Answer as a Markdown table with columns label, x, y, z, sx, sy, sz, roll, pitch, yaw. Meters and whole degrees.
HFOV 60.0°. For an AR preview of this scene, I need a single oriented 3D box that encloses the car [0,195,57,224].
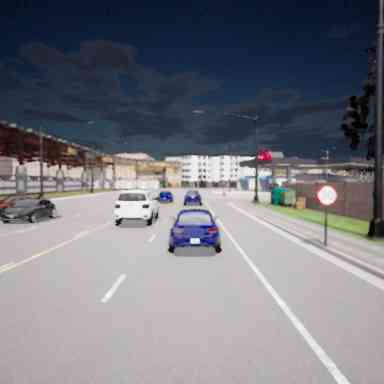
| label | x | y | z | sx | sy | sz | roll | pitch | yaw |
| --- | --- | --- | --- | --- | --- | --- | --- | --- | --- |
| car | -10.553 | 1.171 | 21.893 | 1.837 | 1.490 | 4.892 | 0 | 1 | 1 |

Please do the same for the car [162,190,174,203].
| label | x | y | z | sx | sy | sz | roll | pitch | yaw |
| --- | --- | --- | --- | --- | --- | --- | --- | --- | --- |
| car | -3.391 | 0.543 | 43.511 | 1.882 | 1.535 | 5.008 | 0 | 2 | 0 |

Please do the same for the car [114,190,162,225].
| label | x | y | z | sx | sy | sz | roll | pitch | yaw |
| --- | --- | --- | --- | --- | --- | --- | --- | --- | --- |
| car | -3.403 | 0.903 | 21.224 | 2.150 | 2.045 | 5.566 | 0 | 1 | 0 |

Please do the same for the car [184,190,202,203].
| label | x | y | z | sx | sy | sz | roll | pitch | yaw |
| --- | --- | --- | --- | --- | --- | --- | --- | --- | --- |
| car | 0.095 | 0.531 | 39.533 | 2.097 | 1.767 | 4.553 | 0 | 2 | 0 |

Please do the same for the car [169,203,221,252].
| label | x | y | z | sx | sy | sz | roll | pitch | yaw |
| --- | --- | --- | --- | --- | --- | --- | --- | --- | --- |
| car | 0.098 | 1.368 | 13.033 | 1.812 | 1.442 | 4.674 | 0 | 1 | 0 |
